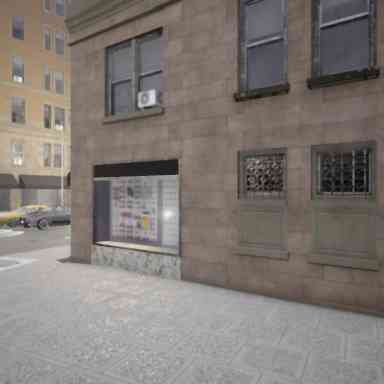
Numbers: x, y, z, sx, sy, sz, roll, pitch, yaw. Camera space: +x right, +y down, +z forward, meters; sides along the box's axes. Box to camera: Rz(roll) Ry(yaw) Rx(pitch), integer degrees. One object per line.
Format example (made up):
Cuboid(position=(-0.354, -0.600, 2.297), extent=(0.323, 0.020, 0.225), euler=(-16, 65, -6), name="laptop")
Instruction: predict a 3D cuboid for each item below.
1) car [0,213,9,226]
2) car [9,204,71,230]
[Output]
Cuboid(position=(-10.960, 1.503, 22.367), extent=(1.752, 1.417, 4.829), euler=(0, 0, 35), name="car")
Cuboid(position=(-8.662, 1.543, 20.843), extent=(1.994, 1.385, 4.181), euler=(0, 0, 35), name="car")
